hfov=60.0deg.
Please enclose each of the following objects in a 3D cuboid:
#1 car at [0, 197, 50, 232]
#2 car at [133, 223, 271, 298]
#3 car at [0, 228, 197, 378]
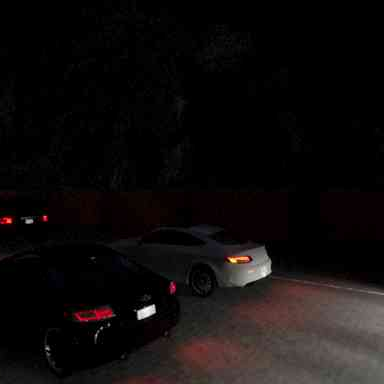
[{"bbox_3d":[-8.407,1.221,14.306,5.566,2.045,2.150,0,0,36],"label":"car"},{"bbox_3d":[-0.320,1.526,8.525,4.674,1.442,1.812,0,0,36],"label":"car"},{"bbox_3d":[-2.234,1.564,5.591,4.181,1.385,1.994,0,0,36],"label":"car"}]
